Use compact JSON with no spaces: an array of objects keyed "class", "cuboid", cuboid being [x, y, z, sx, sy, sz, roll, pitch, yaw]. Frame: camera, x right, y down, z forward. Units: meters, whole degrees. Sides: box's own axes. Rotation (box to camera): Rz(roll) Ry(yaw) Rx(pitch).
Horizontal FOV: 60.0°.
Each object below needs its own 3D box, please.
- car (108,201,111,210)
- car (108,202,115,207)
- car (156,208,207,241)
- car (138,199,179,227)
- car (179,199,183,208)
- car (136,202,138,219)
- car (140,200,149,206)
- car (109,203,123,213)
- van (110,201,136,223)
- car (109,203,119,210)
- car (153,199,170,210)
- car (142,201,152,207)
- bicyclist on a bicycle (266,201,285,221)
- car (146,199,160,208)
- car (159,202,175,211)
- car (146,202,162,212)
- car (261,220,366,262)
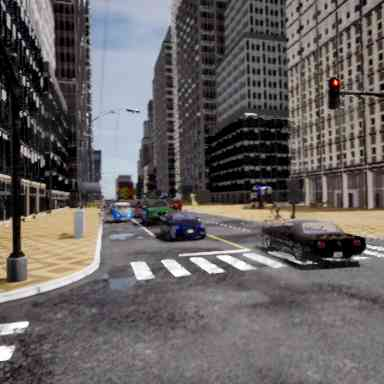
[{"class":"car","cuboid":[-10.878,2.453,47.975,1.947,1.339,4.313,-1,-1,-15]},{"class":"car","cuboid":[-20.679,3.154,85.485,1.802,1.307,4.206,-1,-1,-15]},{"class":"car","cuboid":[-0.587,1.847,18.816,1.994,1.385,4.181,-1,-1,-15]},{"class":"car","cuboid":[-2.927,1.670,27.747,2.150,2.045,5.566,-1,-1,-15]},{"class":"car","cuboid":[-2.778,2.023,50.100,2.192,1.841,5.009,-1,-1,-15]},{"class":"car","cuboid":[-5.438,2.151,37.415,1.812,1.442,4.674,-1,-1,-15]},{"class":"car","cuboid":[-12.618,2.922,87.772,1.752,1.417,4.829,-1,-1,-15]},{"class":"car","cuboid":[-12.279,2.536,53.333,2.008,1.369,4.403,-1,-1,-15]},{"class":"van","cuboid":[-6.682,1.932,31.903,1.690,1.788,3.998,-1,-1,-15]},{"class":"car","cuboid":[-15.078,2.763,64.051,1.802,1.307,4.206,-1,-1,-15]},{"class":"car","cuboid":[-5.579,2.220,60.818,2.192,1.841,5.009,-1,-1,-15]},{"class":"car","cuboid":[-11.174,2.846,82.249,2.008,1.369,4.403,-1,-1,-15]},{"class":"bicyclist on a bicycle","cuboid":[6.526,1.491,26.112,1.656,1.620,0.582,-2,-1,-15]},{"class":"car","cuboid":[-8.379,2.415,71.535,2.192,1.841,5.009,-1,-1,-15]},{"class":"car","cuboid":[-4.174,2.351,55.455,1.887,1.381,4.507,-1,-1,-15]},{"class":"car","cuboid":[-6.038,2.342,52.332,1.812,1.442,4.674,-1,-1,-15]},{"class":"car","cuboid":[4.220,1.688,12.554,1.895,1.301,4.718,-1,-1,-9]}]
